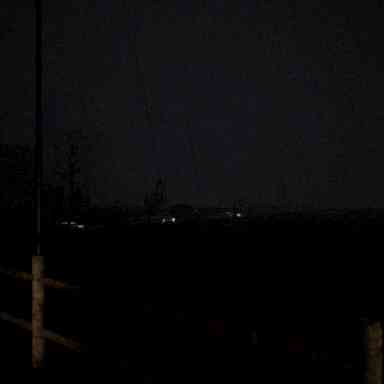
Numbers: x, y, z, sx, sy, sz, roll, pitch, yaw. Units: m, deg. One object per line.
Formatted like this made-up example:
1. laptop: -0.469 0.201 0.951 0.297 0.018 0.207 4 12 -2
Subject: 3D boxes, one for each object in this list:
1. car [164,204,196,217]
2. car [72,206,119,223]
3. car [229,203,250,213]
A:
1. car: -1.397 2.201 40.392 1.837 1.490 4.892 1 0 36
2. car: -8.692 1.996 30.195 1.994 1.385 4.181 1 -1 35
3. car: 7.658 2.548 52.931 1.812 1.442 4.674 1 -1 36
